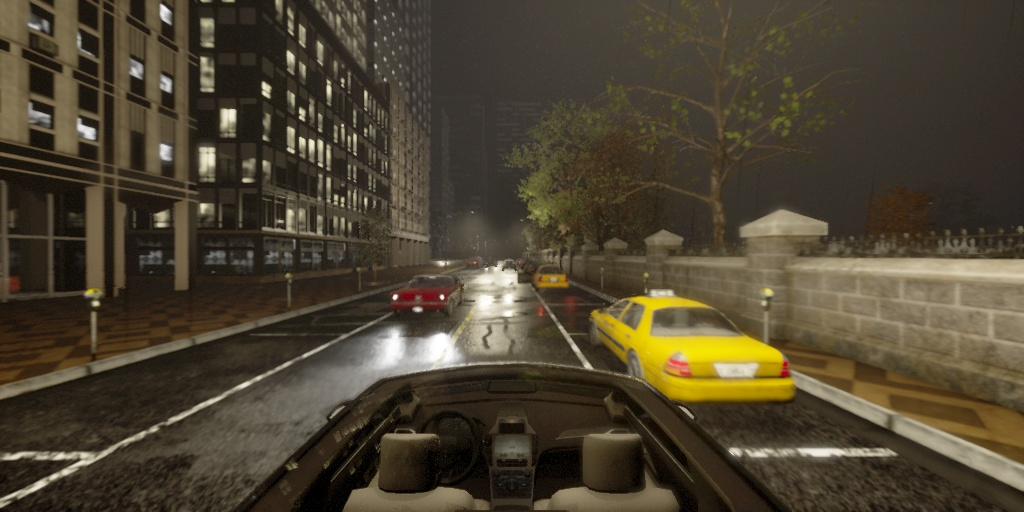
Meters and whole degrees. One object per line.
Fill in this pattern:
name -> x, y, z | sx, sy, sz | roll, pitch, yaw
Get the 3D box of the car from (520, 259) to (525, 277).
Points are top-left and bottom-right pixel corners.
car -> 2.239, 1.267, 39.540 | 1.948, 1.339, 4.313 | 0, 0, -1

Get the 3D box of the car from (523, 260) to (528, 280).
car -> 2.307, 1.291, 33.990 | 1.802, 1.307, 4.207 | 0, 0, -1

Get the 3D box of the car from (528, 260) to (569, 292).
car -> 2.121, 1.184, 20.996 | 1.801, 1.575, 5.366 | 0, 0, -1

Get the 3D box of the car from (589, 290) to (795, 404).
car -> 2.559, 1.270, 6.419 | 1.751, 1.417, 4.829 | 0, 0, 0

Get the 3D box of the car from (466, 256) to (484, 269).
car -> -5.989, 0.994, 56.191 | 2.192, 1.841, 5.009 | 0, 0, -1

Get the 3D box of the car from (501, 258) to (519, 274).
car -> -0.358, 1.216, 47.808 | 1.812, 1.442, 4.674 | 0, 0, 0

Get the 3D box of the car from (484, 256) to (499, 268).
car -> -3.322, 1.196, 59.695 | 1.837, 1.490, 4.892 | 0, 0, -1

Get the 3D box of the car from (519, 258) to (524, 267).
car -> 2.105, 1.251, 50.639 | 1.948, 1.339, 4.313 | 0, 0, -1

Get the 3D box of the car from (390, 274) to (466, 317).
car -> -2.893, 1.339, 13.204 | 1.895, 1.301, 4.718 | 0, 0, 0
